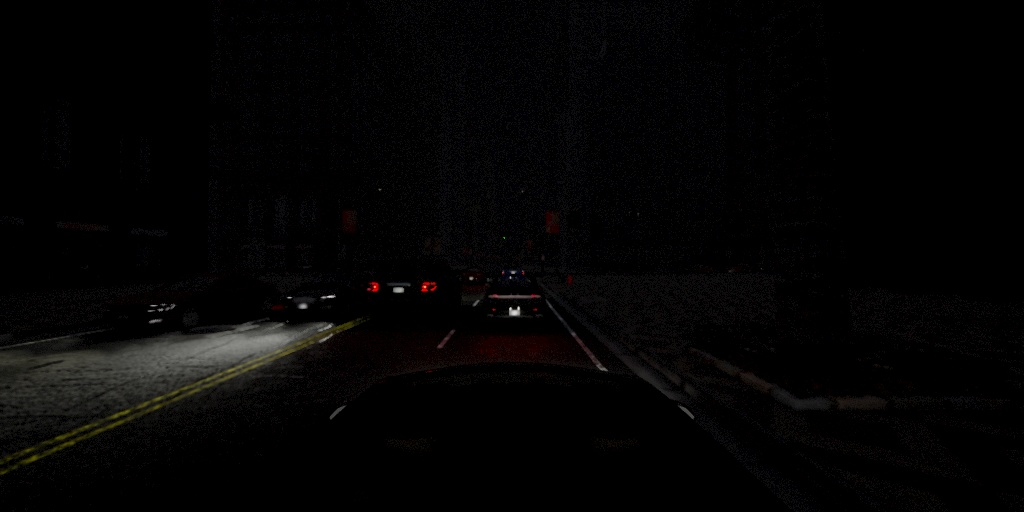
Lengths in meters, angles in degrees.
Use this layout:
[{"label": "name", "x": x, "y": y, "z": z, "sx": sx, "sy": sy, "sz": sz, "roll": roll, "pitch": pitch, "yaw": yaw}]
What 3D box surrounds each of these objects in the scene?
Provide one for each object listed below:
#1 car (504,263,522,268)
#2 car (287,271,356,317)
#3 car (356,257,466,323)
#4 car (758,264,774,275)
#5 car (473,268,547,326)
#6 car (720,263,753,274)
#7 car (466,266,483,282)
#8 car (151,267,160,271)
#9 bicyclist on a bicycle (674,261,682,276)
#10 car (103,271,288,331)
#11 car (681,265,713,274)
[{"label": "car", "x": 0.094, "y": 1.405, "z": 29.934, "sx": 2.097, "sy": 1.767, "sz": 4.553, "roll": 0, "pitch": -1, "yaw": 0}, {"label": "car", "x": -6.598, "y": 1.352, "z": 13.766, "sx": 2.128, "sy": 1.511, "sz": 4.902, "roll": 0, "pitch": -1, "yaw": 0}, {"label": "car", "x": -3.174, "y": 1.071, "z": 12.717, "sx": 2.150, "sy": 2.045, "sz": 5.566, "roll": 0, "pitch": 0, "yaw": 0}, {"label": "car", "x": 32.234, "y": 1.656, "z": 42.928, "sx": 4.313, "sy": 1.339, "sz": 1.948, "roll": 0, "pitch": 0, "yaw": -1}, {"label": "car", "x": 0.086, "y": 1.336, "z": 12.071, "sx": 2.128, "sy": 1.511, "sz": 4.902, "roll": 0, "pitch": 0, "yaw": 0}, {"label": "car", "x": 32.108, "y": 1.715, "z": 51.451, "sx": 4.097, "sy": 1.591, "sz": 1.967, "roll": 0, "pitch": 0, "yaw": -1}, {"label": "car", "x": -3.154, "y": 1.581, "z": 30.117, "sx": 1.812, "sy": 1.442, "sz": 4.674, "roll": 0, "pitch": -1, "yaw": 0}, {"label": "car", "x": -45.831, "y": 1.974, "z": 44.759, "sx": 4.674, "sy": 1.442, "sz": 1.812, "roll": 0, "pitch": -1, "yaw": 0}, {"label": "bicyclist on a bicycle", "x": 18.397, "y": 1.366, "z": 39.770, "sx": 0.582, "sy": 1.620, "sz": 1.656, "roll": 0, "pitch": -2, "yaw": -1}, {"label": "car", "x": -9.849, "y": 1.315, "z": 11.577, "sx": 1.882, "sy": 1.535, "sz": 5.008, "roll": 0, "pitch": -1, "yaw": 0}, {"label": "car", "x": 26.470, "y": 1.872, "z": 51.363, "sx": 4.207, "sy": 1.307, "sz": 1.802, "roll": 0, "pitch": 0, "yaw": -1}]
